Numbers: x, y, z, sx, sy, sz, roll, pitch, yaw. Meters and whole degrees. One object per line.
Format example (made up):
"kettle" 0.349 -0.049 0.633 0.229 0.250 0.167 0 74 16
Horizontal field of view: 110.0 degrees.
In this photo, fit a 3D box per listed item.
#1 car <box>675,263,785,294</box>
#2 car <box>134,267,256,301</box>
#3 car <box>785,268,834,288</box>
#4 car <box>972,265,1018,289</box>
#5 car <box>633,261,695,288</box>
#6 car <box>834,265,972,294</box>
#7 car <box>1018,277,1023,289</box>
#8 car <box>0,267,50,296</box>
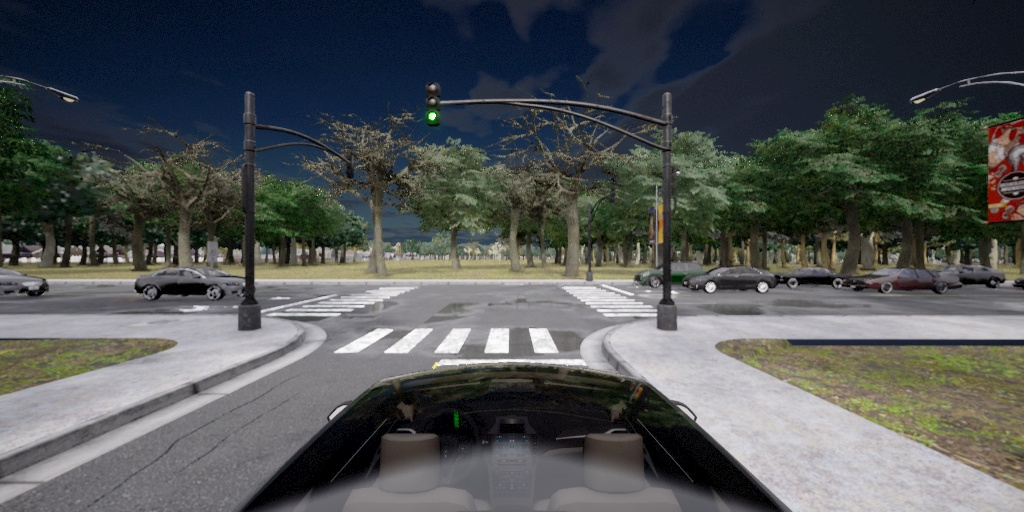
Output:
"car" 12.324 1.319 20.494 4.892 1.490 1.837 0 0 0
"car" -14.895 1.266 17.028 4.902 1.511 2.128 0 0 0
"car" 19.460 1.430 23.749 4.718 1.301 1.895 0 0 0
"car" 29.396 1.338 23.749 4.902 1.511 2.128 0 0 0
"car" 10.475 1.168 23.742 4.553 1.767 2.097 0 0 0
"car" 22.185 1.377 20.498 5.357 1.411 2.033 0 0 0
"car" 32.401 1.395 20.495 5.357 1.411 2.033 0 0 0
"car" -25.157 1.257 17.017 4.902 1.511 2.128 0 0 0
